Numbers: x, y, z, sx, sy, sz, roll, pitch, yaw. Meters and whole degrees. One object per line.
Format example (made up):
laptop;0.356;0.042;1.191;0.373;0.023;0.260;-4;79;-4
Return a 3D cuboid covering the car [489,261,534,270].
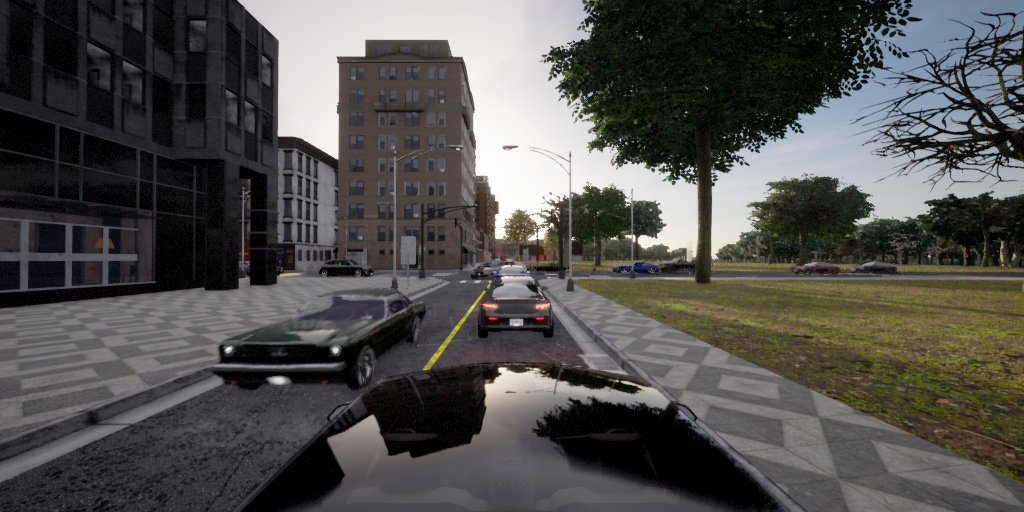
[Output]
car;-0.015;1.241;19.512;1.882;1.535;5.008;0;0;0

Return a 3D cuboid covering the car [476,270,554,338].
car;0.076;1.280;10.123;1.812;1.442;4.674;0;0;-1

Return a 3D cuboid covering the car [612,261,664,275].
car;13.795;1.295;40.108;5.008;1.535;1.882;0;-1;0

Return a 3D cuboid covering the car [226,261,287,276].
car;-25.882;1.266;36.469;4.892;1.490;1.837;0;-1;0

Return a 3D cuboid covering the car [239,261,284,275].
car;-24.383;1.216;33.226;4.902;1.511;2.128;0;-1;0

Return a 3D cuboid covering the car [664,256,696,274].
car;20.642;1.081;43.400;5.566;2.045;2.150;0;-1;0

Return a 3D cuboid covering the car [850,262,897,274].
car;43.770;1.422;43.452;4.674;1.442;1.812;0;-1;0

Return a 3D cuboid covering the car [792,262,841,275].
car;34.117;1.369;40.203;4.674;1.442;1.812;0;-1;0

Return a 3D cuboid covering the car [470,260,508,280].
car;-2.076;1.337;31.592;1.994;1.385;4.181;0;0;19

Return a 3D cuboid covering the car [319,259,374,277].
car;-15.245;1.074;33.272;4.553;1.767;2.097;0;-1;0

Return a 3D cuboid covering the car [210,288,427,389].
car;-3.114;1.353;6.985;1.895;1.301;4.718;0;0;0

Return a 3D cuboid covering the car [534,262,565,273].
car;3.972;1.432;43.316;4.718;1.301;1.895;1;-1;0
